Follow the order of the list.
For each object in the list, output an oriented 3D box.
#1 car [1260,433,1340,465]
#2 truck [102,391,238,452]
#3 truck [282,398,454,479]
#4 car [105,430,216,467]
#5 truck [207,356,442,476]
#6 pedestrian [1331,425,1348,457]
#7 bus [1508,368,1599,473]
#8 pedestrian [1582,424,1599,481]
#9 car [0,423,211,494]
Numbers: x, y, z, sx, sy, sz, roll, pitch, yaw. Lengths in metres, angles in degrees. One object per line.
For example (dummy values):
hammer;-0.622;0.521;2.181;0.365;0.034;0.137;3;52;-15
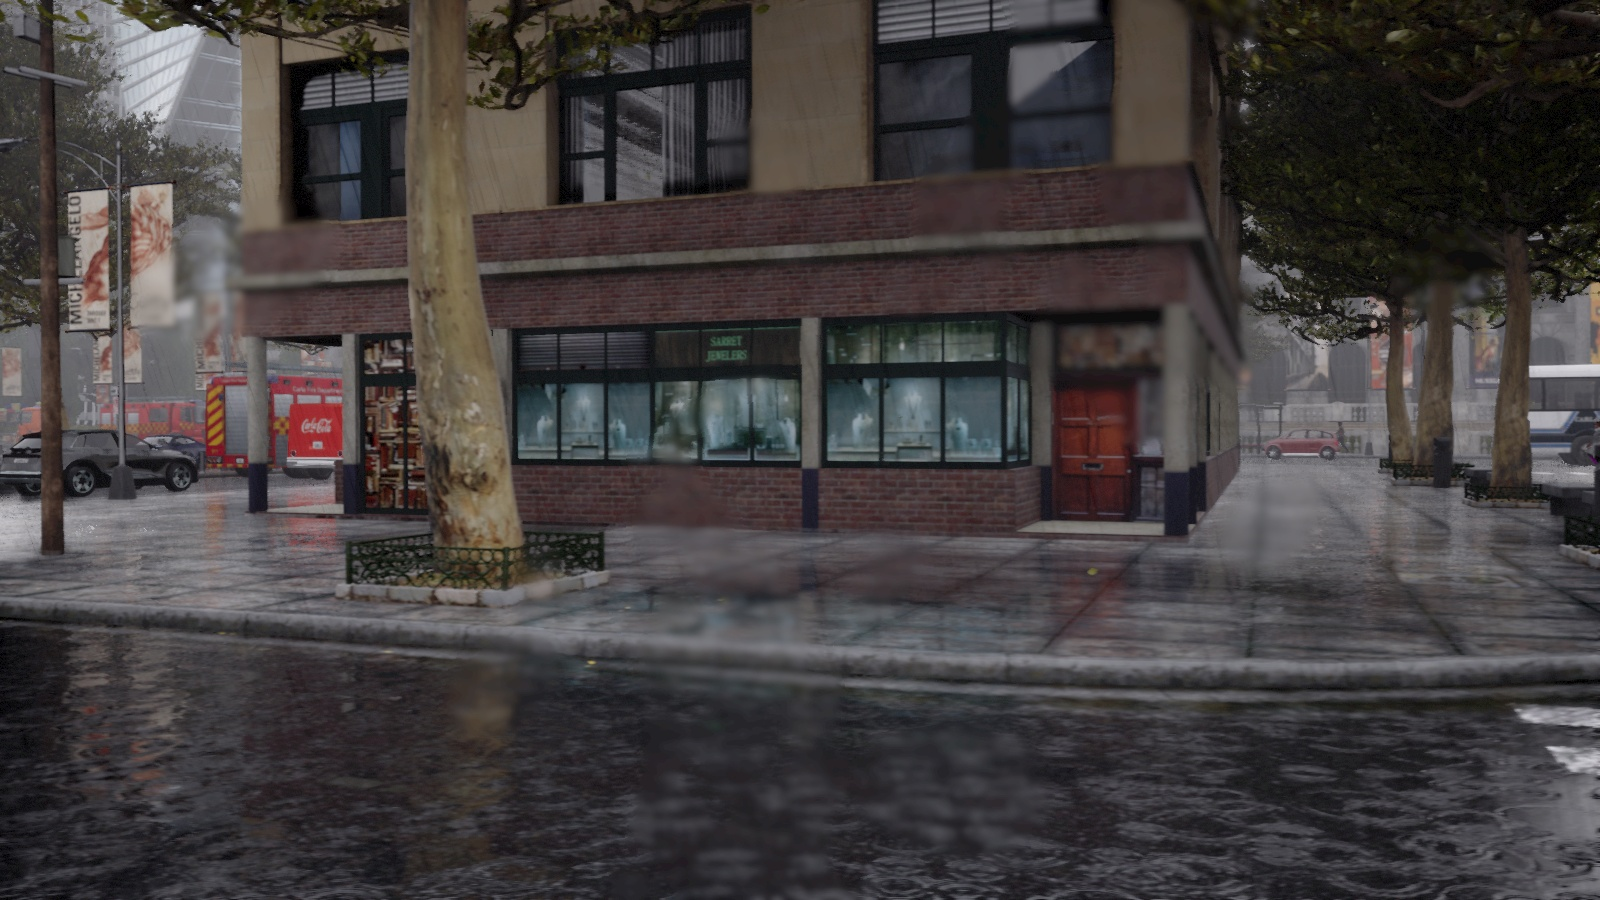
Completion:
car;25.261;-0.084;63.562;3.705;1.549;1.789;1;1;21
truck;-40.837;-1.867;81.349;8.468;3.827;2.891;1;1;21
truck;-14.063;-0.401;41.272;2.627;2.467;5.204;1;1;21
car;-25.547;-0.095;50.344;1.812;1.442;4.674;0;1;4
truck;-16.553;-1.145;44.556;2.891;3.827;8.468;1;1;21
pedestrian;30.499;-0.497;70.965;0.869;1.805;0.328;1;1;22
bus;35.573;-1.199;52.100;10.273;4.253;3.944;1;1;21
pedestrian;27.459;0.084;43.190;0.873;1.952;0.659;1;1;24
car;-17.607;0.150;31.783;2.033;1.649;4.856;1;1;21
